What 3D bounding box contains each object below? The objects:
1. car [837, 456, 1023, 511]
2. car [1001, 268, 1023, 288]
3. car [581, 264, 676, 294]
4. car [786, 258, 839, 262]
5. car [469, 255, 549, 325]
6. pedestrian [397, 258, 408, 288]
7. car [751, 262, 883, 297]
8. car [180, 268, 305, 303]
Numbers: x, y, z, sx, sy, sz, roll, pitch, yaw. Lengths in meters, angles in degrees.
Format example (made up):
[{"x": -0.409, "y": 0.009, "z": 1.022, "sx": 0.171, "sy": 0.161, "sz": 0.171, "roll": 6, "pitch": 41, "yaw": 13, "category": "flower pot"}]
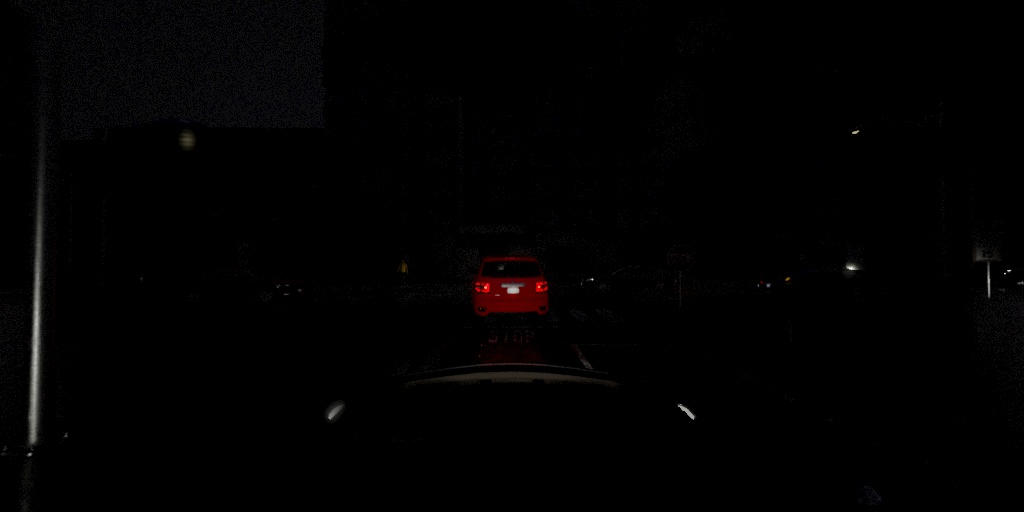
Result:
[{"x": 2.637, "y": 1.331, "z": 0.233, "sx": 1.802, "sy": 1.307, "sz": 4.207, "roll": 0, "pitch": 0, "yaw": 0, "category": "car"}, {"x": 29.579, "y": 0.877, "z": 19.227, "sx": 4.553, "sy": 1.767, "sz": 2.097, "roll": 0, "pitch": -1, "yaw": 1, "category": "car"}, {"x": 6.211, "y": 1.210, "z": 19.344, "sx": 4.902, "sy": 1.511, "sz": 2.128, "roll": -1, "pitch": -1, "yaw": 0, "category": "car"}, {"x": 15.532, "y": 0.987, "z": 19.303, "sx": 4.553, "sy": 1.767, "sz": 2.097, "roll": 0, "pitch": -1, "yaw": 0, "category": "car"}, {"x": -0.266, "y": 0.966, "z": 11.996, "sx": 2.150, "sy": 2.045, "sz": 5.566, "roll": 0, "pitch": 1, "yaw": -6, "category": "car"}, {"x": -6.813, "y": 1.042, "z": 22.320, "sx": 0.375, "sy": 1.860, "sz": 0.375, "roll": 0, "pitch": -1, "yaw": 0, "category": "pedestrian"}, {"x": 13.991, "y": 1.117, "z": 16.356, "sx": 4.674, "sy": 1.442, "sz": 1.812, "roll": -1, "pitch": -1, "yaw": 0, "category": "car"}, {"x": -12.248, "y": 1.327, "z": 16.478, "sx": 5.008, "sy": 1.535, "sz": 1.882, "roll": -1, "pitch": -1, "yaw": 0, "category": "car"}]
